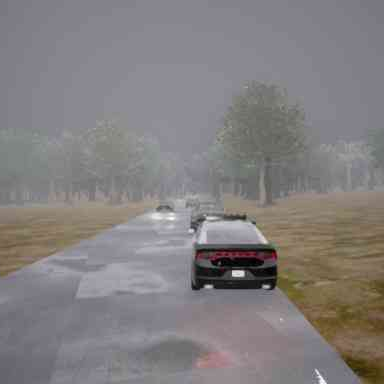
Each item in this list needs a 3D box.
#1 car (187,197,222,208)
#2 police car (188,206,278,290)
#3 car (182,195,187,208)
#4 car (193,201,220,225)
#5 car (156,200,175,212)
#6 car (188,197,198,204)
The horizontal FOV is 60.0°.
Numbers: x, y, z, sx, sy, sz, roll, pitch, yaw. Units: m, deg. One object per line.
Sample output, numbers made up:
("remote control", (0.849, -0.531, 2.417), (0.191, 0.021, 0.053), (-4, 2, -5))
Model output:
("car", (0.953, 1.335, 19.038), (2.097, 1.767, 4.553), (0, 0, 0))
("police car", (0.925, 1.415, 9.176), (1.930, 1.638, 5.238), (0, 0, 0))
("car", (0.130, 1.475, 47.302), (2.128, 1.511, 4.902), (0, 0, 1))
("car", (0.972, 1.488, 25.067), (1.837, 1.490, 4.892), (0, 0, 0))
("car", (-2.990, 1.583, 37.766), (1.895, 1.301, 4.718), (0, 0, 0))
("car", (0.128, 1.593, 63.777), (1.895, 1.301, 4.718), (0, 0, 0))
